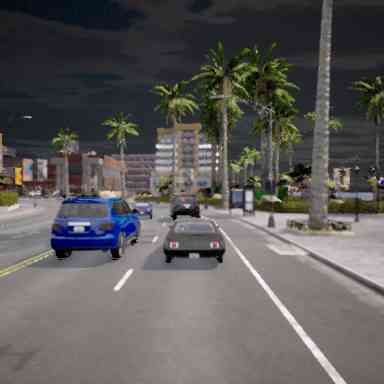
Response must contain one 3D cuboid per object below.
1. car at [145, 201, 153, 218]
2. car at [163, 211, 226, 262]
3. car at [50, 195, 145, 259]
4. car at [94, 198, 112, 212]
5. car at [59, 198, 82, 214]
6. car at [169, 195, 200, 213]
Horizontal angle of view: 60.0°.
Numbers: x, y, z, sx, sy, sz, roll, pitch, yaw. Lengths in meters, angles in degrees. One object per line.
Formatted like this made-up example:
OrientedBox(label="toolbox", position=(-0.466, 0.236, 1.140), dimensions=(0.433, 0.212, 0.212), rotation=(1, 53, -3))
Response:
OrientedBox(label="car", position=(-4.500, 1.537, 29.764), dimensions=(1.812, 1.442, 4.674), rotation=(0, 0, -9))
OrientedBox(label="car", position=(0.080, 1.606, 12.082), dimensions=(1.895, 1.301, 4.718), rotation=(0, 0, 0))
OrientedBox(label="car", position=(-3.419, 1.225, 12.769), dimensions=(2.150, 2.045, 5.566), rotation=(0, 0, 0))
OrientedBox(label="car", position=(-10.912, 1.521, 40.491), dimensions=(1.837, 1.490, 4.892), rotation=(0, 0, -19))
OrientedBox(label="car", position=(-13.570, 1.506, 37.324), dimensions=(2.128, 1.511, 4.902), rotation=(0, 0, -17))
OrientedBox(label="car", position=(-0.689, 1.231, 27.875), dimensions=(2.150, 2.045, 5.566), rotation=(0, 0, -7))
